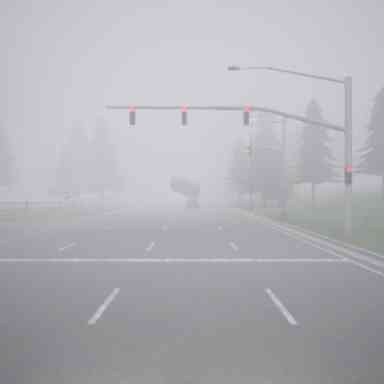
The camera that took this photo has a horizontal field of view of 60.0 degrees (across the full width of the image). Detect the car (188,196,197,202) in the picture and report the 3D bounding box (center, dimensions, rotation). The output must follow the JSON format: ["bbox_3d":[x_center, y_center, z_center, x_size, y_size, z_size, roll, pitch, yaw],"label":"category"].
[{"bbox_3d":[0.118,1.798,86.206,2.033,1.411,5.357,0,0,0],"label":"car"}]

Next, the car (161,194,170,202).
[{"bbox_3d":[-6.882,1.483,86.246,2.150,2.045,5.566,0,0,0],"label":"car"}]

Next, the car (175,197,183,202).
[{"bbox_3d":[-3.382,1.782,86.211,1.812,1.442,4.674,0,0,0],"label":"car"}]

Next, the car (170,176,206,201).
[{"bbox_3d":[-0.888,-0.786,45.996,4.553,2.097,1.767,24,40,26],"label":"car"}]

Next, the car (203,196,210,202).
[{"bbox_3d":[3.618,1.758,86.201,1.837,1.490,4.892,0,0,0],"label":"car"}]

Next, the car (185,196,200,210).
[{"bbox_3d":[0.054,1.651,44.758,1.837,1.490,4.892,0,0,0],"label":"car"}]
